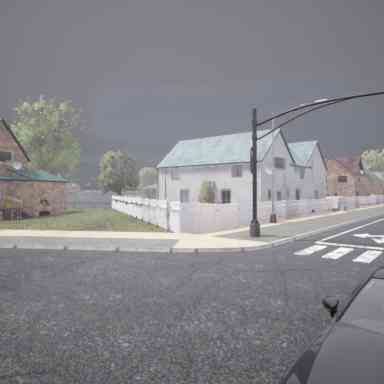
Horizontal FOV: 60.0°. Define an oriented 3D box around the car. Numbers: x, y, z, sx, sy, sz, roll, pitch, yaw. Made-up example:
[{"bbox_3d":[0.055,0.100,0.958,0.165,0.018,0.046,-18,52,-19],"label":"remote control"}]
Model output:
[{"bbox_3d":[2.520,1.524,3.395,1.812,1.442,4.674,0,0,42],"label":"car"}]
